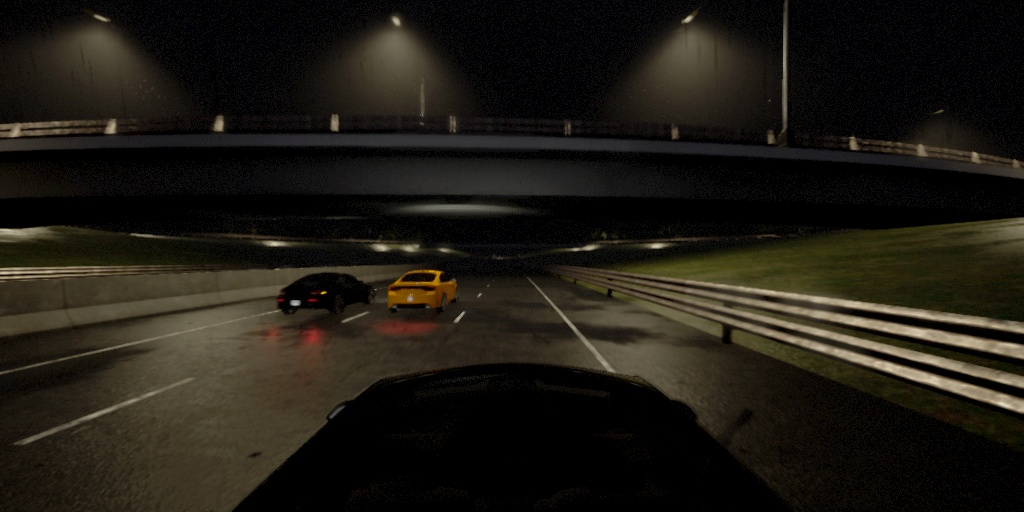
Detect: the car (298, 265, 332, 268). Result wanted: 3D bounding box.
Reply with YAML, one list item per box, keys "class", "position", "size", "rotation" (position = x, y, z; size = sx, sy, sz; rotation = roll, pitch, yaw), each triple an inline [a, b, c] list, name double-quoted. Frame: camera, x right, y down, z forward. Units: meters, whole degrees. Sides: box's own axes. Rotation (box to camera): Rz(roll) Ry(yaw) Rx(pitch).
- class: "car"
  position: [-21.059, 1.729, 39.658]
  size: [1.895, 1.301, 4.718]
  rotation: [0, -1, 0]

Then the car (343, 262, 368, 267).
- class: "car"
  position: [-17.560, 1.492, 40.116]
  size: [2.097, 1.767, 4.553]
  rotation: [0, -1, 0]

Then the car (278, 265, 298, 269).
- class: "car"
  position: [-24.555, 1.675, 39.831]
  size: [2.033, 1.411, 5.357]
  rotation: [0, -1, 1]

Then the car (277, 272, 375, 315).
- class: "car"
  position: [-6.888, 1.338, 13.719]
  size: [1.812, 1.442, 4.674]
  rotation: [0, 0, 0]

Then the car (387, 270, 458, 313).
- class: "car"
  position: [-3.389, 1.300, 14.443]
  size: [1.882, 1.535, 5.008]
  rotation: [0, 0, 0]
